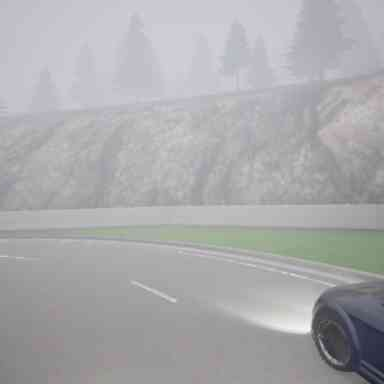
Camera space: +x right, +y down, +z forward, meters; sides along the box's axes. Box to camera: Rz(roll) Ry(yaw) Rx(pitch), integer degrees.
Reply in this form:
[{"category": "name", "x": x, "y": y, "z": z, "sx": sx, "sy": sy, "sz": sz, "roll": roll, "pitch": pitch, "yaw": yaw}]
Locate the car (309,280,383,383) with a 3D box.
[{"category": "car", "x": 2.947, "y": 1.473, "z": 3.130, "sx": 1.994, "sy": 1.385, "sz": 4.181, "roll": -2, "pitch": 0, "yaw": -12}]
